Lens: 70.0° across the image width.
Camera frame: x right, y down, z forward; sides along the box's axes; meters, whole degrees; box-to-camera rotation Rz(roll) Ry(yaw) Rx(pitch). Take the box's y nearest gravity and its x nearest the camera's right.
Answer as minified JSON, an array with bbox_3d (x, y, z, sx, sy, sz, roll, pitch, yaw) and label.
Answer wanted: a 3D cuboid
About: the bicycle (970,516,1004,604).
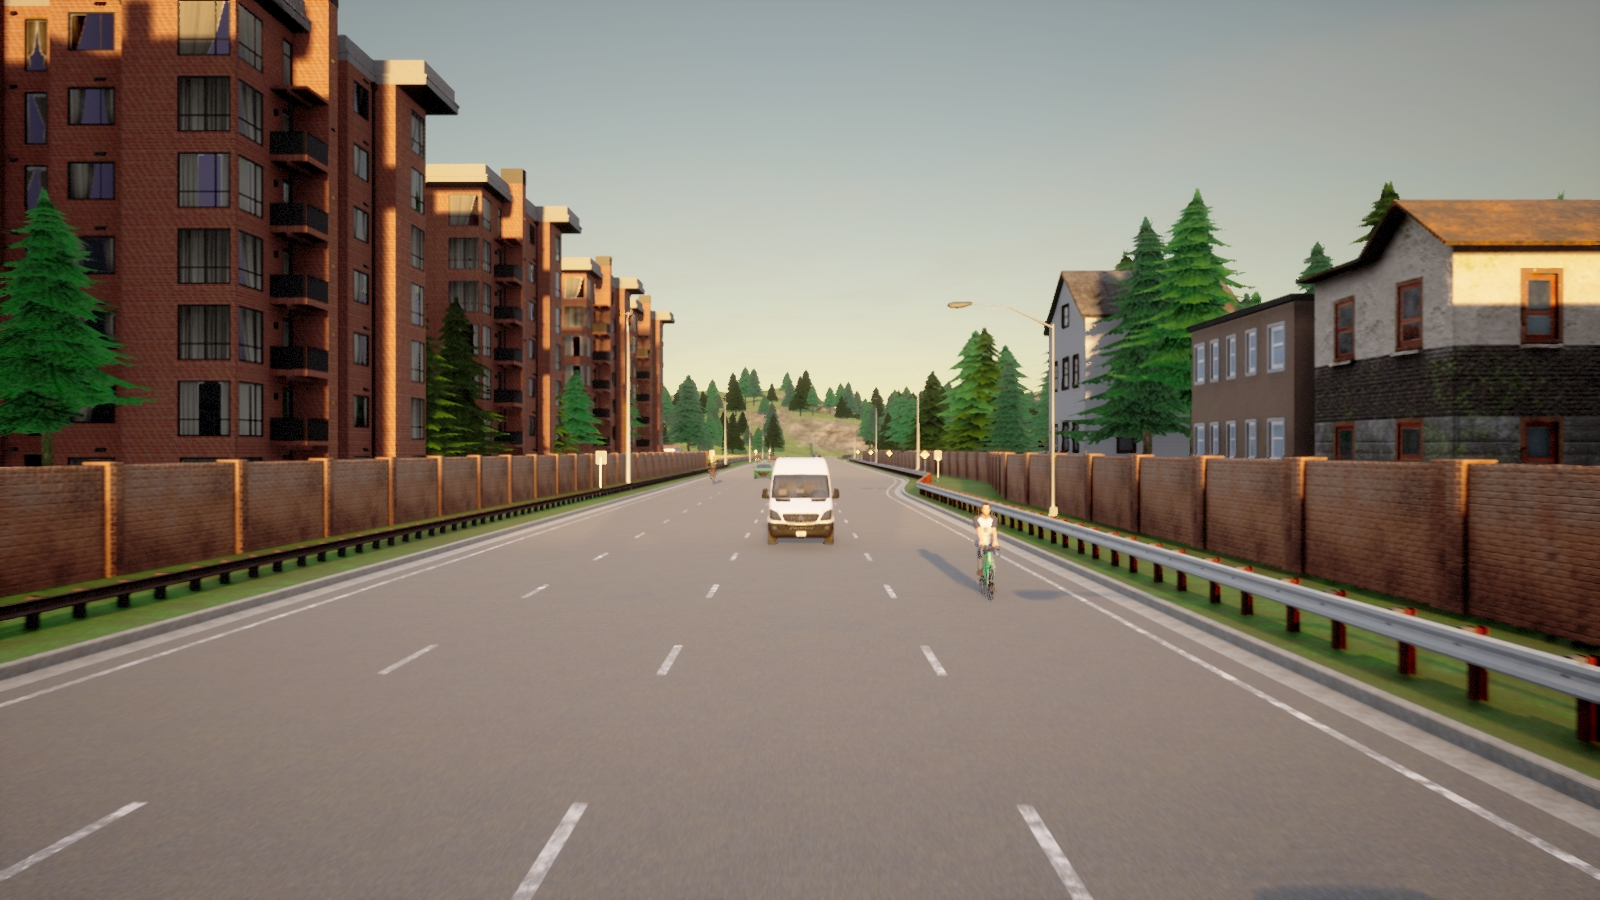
[{"bbox_3d":[3.526,2.043,21.571,0.373,1.496,1.643,0,0,0],"label":"bicycle"}]

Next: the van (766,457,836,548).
[{"bbox_3d":[0.030,1.513,35.524,1.988,2.561,5.915,0,0,0],"label":"van"}]
